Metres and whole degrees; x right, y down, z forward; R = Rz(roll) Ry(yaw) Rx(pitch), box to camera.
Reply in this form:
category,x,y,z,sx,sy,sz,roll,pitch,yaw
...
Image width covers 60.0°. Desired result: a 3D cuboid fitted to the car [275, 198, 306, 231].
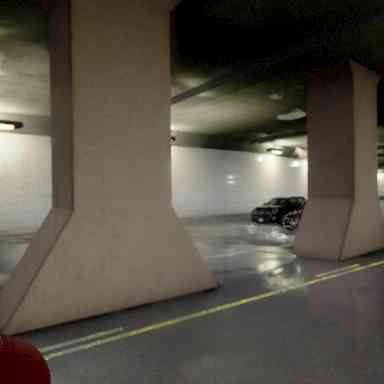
category,x,y,z,sx,sy,sz,roll,pitch,yaw
car,6.837,1.265,17.868,4.892,1.490,1.837,-1,1,-40

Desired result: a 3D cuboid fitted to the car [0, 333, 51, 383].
category,x,y,z,sx,sy,sz,roll,pitch,yaw
car,-3.266,1.507,1.417,5.008,1.535,1.882,-1,1,-35

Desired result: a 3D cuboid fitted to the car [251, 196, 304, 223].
category,x,y,z,sx,sy,sz,roll,pitch,yaw
car,5.855,1.092,21.621,4.553,1.767,2.097,-1,1,-41
